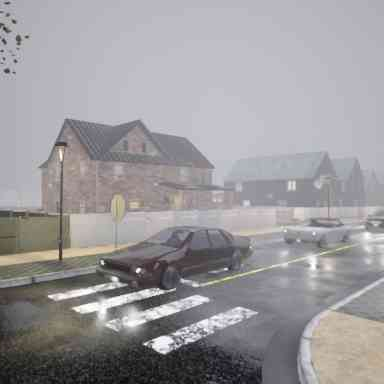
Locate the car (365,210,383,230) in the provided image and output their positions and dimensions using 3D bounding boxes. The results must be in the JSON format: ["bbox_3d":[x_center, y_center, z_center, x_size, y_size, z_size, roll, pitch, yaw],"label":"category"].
[{"bbox_3d":[14.977,2.189,25.762,2.128,1.511,4.902,-1,-2,44],"label":"car"}]

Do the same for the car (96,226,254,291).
[{"bbox_3d":[-0.134,1.750,9.982,2.033,1.411,5.357,0,-2,40],"label":"car"}]

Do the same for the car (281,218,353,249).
[{"bbox_3d":[6.532,2.019,17.155,1.895,1.301,4.718,-1,-2,44],"label":"car"}]
